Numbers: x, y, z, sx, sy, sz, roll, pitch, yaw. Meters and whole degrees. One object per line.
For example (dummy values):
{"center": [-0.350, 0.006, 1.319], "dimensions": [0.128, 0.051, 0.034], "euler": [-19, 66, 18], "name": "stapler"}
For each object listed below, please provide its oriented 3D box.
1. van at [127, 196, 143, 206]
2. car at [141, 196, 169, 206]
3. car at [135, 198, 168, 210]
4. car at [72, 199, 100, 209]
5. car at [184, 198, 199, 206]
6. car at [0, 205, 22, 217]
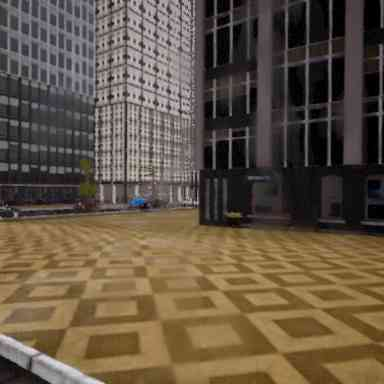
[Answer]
{"center": [-9.896, 1.687, 60.263], "dimensions": [1.690, 1.788, 3.998], "euler": [0, 0, 34], "name": "van"}
{"center": [-5.892, 1.889, 55.966], "dimensions": [1.882, 1.535, 5.008], "euler": [1, 0, 35], "name": "car"}
{"center": [-6.152, 1.990, 50.874], "dimensions": [1.947, 1.339, 4.313], "euler": [0, 0, 34], "name": "car"}
{"center": [-16.249, 1.734, 50.938], "dimensions": [1.967, 1.590, 4.097], "euler": [0, 0, 34], "name": "car"}
{"center": [-0.013, 1.984, 64.648], "dimensions": [1.812, 1.442, 4.674], "euler": [1, 0, 34], "name": "car"}
{"center": [-18.755, 1.871, 32.152], "dimensions": [2.008, 1.369, 4.403], "euler": [0, 0, 34], "name": "car"}
